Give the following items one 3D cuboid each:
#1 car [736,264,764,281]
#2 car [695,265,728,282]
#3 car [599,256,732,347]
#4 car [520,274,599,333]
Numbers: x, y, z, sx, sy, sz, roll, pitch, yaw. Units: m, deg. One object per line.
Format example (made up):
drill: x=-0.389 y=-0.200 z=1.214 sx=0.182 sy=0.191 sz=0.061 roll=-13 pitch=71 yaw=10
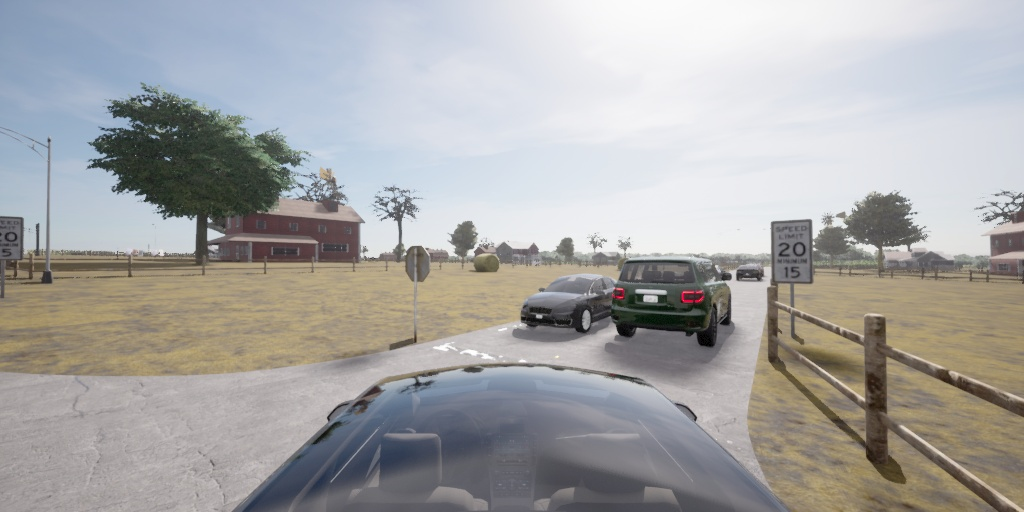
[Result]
car: x=23.036 y=1.560 z=34.813 sx=1.882 sy=1.535 sz=5.008 roll=-1 pitch=-1 yaw=37
car: x=19.357 y=1.650 z=34.649 sx=2.033 sy=1.411 sz=5.357 roll=-1 pitch=-1 yaw=37
car: x=4.593 y=1.042 z=9.920 sx=2.150 sy=2.045 sz=5.566 roll=-1 pitch=-1 yaw=36
car: x=2.155 y=1.363 z=11.409 sx=1.837 sy=1.490 sz=4.892 roll=-1 pitch=-1 yaw=36
